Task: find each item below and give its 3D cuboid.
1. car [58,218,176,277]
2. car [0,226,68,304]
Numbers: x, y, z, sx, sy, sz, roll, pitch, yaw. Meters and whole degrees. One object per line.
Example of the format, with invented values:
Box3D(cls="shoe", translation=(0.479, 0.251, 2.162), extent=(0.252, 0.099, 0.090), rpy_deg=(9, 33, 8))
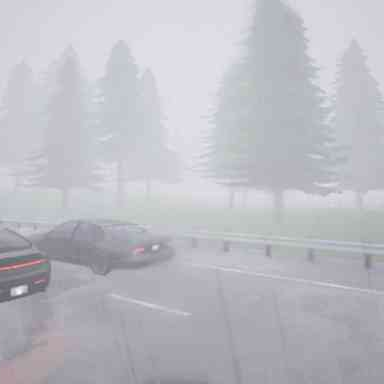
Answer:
Box3D(cls="car", translation=(-3.065, 1.505, 10.136), extent=(5.357, 1.411, 2.033), rpy_deg=(0, 0, 33))
Box3D(cls="car", translation=(-5.089, 1.471, 7.236), extent=(4.892, 1.490, 1.837), rpy_deg=(1, 1, 33))
